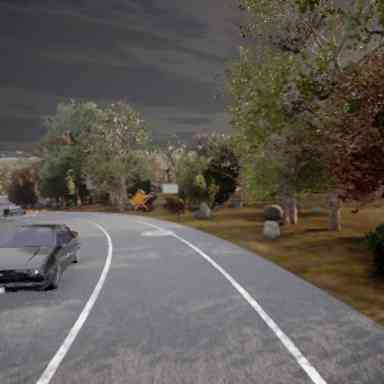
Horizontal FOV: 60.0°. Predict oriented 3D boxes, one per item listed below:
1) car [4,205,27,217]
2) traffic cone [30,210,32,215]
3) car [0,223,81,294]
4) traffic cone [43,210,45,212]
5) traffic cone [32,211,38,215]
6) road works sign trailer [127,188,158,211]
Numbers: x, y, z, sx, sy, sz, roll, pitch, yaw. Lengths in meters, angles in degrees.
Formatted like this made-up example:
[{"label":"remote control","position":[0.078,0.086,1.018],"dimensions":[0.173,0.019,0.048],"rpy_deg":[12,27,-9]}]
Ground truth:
[{"label":"car","position":[-24.294,2.568,45.545],"dimensions":[1.812,1.442,4.674],"rpy_deg":[-5,1,-43]},{"label":"traffic cone","position":[-22.439,2.851,46.539],"dimensions":[0.340,0.580,0.340],"rpy_deg":[-5,1,-42]},{"label":"car","position":[-4.347,1.620,9.294],"dimensions":[2.033,1.411,5.357],"rpy_deg":[-1,0,-10]},{"label":"traffic cone","position":[-22.919,2.790,51.505],"dimensions":[0.340,0.580,0.340],"rpy_deg":[-5,1,-42]},{"label":"traffic cone","position":[-21.096,2.784,45.061],"dimensions":[0.340,0.580,0.340],"rpy_deg":[-5,1,-42]},{"label":"road works sign trailer","position":[-5.636,1.257,41.299],"dimensions":[2.880,2.380,3.560],"rpy_deg":[45,15,14]}]
